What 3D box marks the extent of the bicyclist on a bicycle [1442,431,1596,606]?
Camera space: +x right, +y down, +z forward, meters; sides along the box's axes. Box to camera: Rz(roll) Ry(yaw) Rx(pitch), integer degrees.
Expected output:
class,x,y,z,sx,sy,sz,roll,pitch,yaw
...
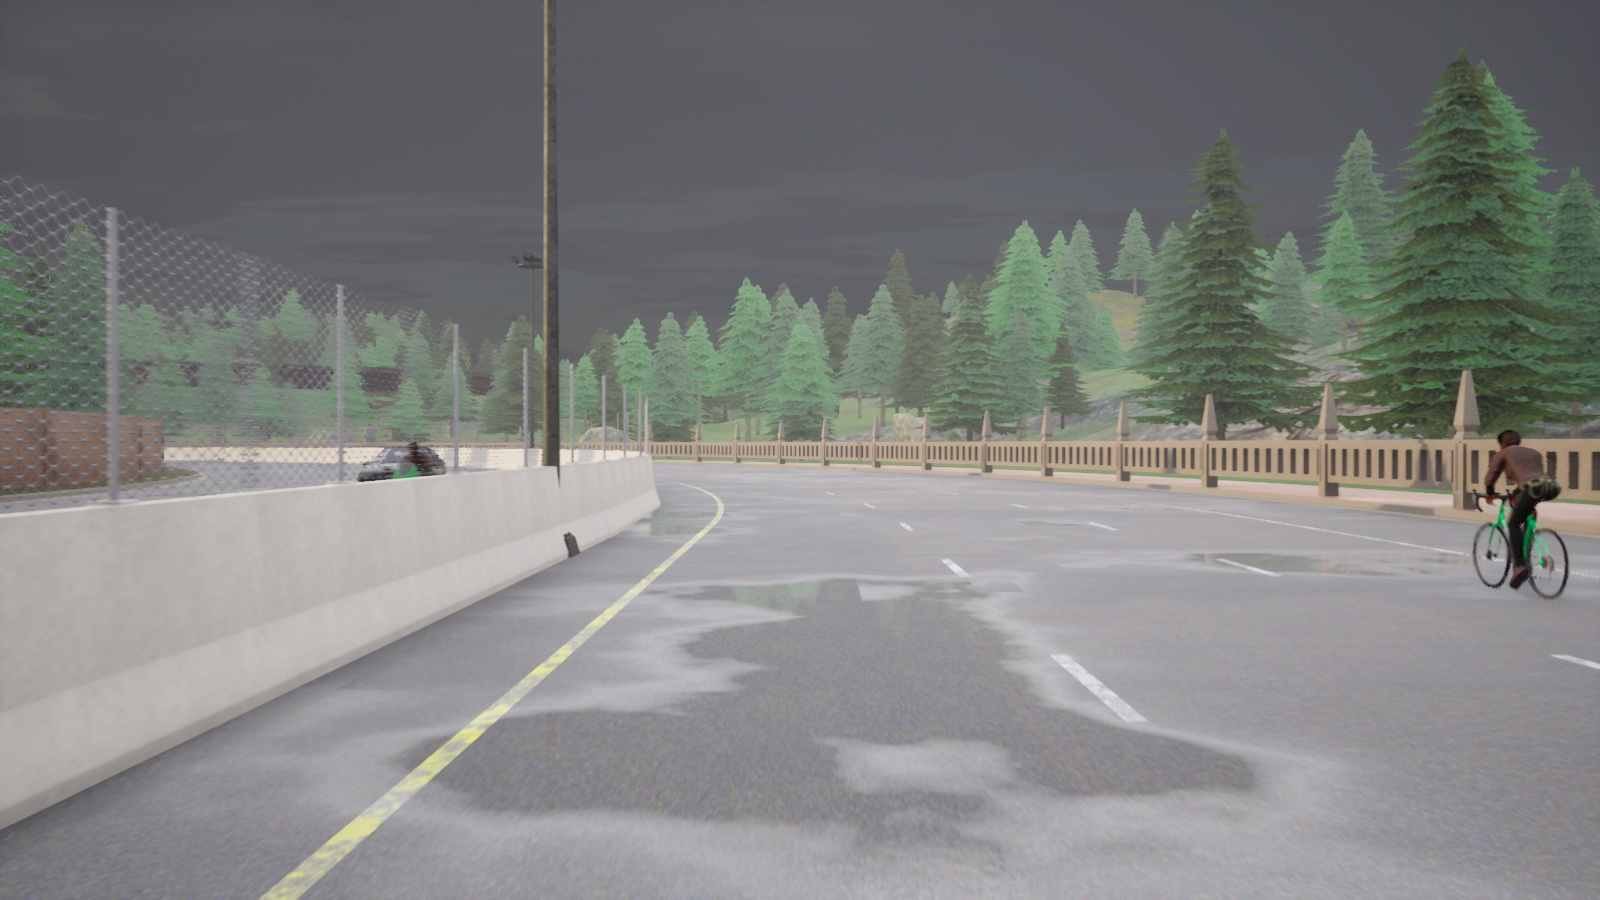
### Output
class,x,y,z,sx,sy,sz,roll,pitch,yaw
bicyclist on a bicycle,7.086,0.635,12.464,0.582,1.620,1.656,0,0,0

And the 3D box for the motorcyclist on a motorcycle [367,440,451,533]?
class,x,y,z,sx,sy,sz,roll,pitch,yaw
motorcyclist on a motorcycle,-6.799,0.599,21.931,0.797,1.523,2.044,-1,0,0

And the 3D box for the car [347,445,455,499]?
class,x,y,z,sx,sy,sz,roll,pitch,yaw
car,-11.317,0.582,35.986,2.033,1.411,5.357,0,0,-8
